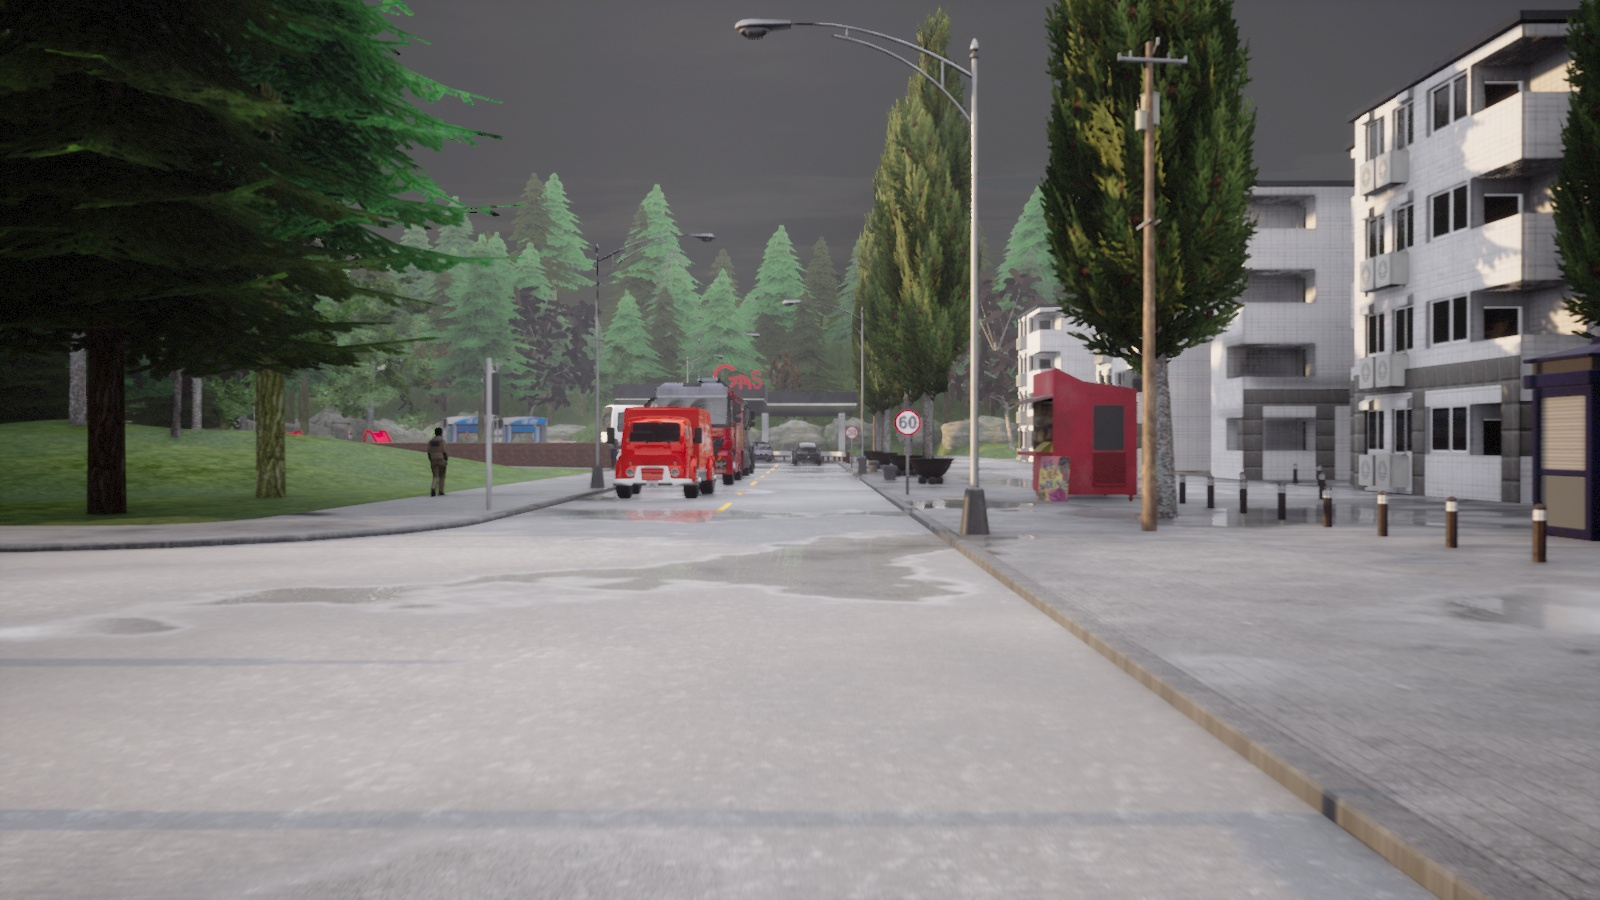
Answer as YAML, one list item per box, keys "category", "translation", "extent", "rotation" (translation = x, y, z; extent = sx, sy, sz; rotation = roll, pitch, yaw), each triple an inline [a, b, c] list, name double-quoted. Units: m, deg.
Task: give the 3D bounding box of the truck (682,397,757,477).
- category: "truck"
  translation: [-3.620, -0.597, 58.150]
  extent: [2.891, 3.462, 7.936]
  rotation: [0, 0, 0]

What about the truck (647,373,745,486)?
- category: "truck"
  translation: [-3.705, -0.710, 46.788]
  extent: [2.891, 3.827, 8.468]
  rotation: [0, 0, 1]

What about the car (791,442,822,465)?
- category: "car"
  translation: [0.406, 0.223, 85.725]
  extent: [1.837, 1.490, 4.892]
  rotation: [0, 0, -3]

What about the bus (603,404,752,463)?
- category: "bus"
  translation: [-9.084, -1.214, 93.369]
  extent: [10.273, 4.253, 3.944]
  rotation: [0, 1, -23]

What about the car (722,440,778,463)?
- category: "car"
  translation: [-3.814, 0.089, 95.282]
  extent: [2.033, 1.649, 4.856]
  rotation: [2, -1, -33]

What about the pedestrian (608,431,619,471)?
- category: "pedestrian"
  translation: [-9.088, 0.044, 61.230]
  extent: [0.423, 1.949, 0.788]
  rotation: [0, 0, -15]

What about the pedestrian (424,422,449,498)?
- category: "pedestrian"
  translation: [-9.260, 0.251, 32.025]
  extent: [0.396, 1.930, 0.692]
  rotation: [0, 0, 5]

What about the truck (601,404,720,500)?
- category: "truck"
  translation: [-3.761, 0.041, 34.891]
  extent: [2.627, 2.467, 5.204]
  rotation: [0, 0, 1]
